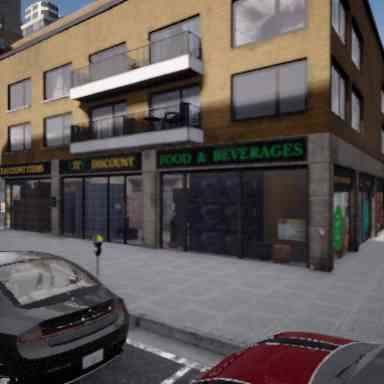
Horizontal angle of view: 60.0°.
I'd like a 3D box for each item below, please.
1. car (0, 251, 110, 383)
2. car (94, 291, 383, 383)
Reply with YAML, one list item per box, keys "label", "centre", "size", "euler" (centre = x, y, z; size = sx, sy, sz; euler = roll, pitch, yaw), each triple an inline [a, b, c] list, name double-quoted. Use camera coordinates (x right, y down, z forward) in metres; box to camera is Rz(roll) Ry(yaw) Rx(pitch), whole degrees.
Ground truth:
- label: "car"
  centre: [-2.837, 1.549, 4.834]
  size: [4.403, 1.369, 2.008]
  euler: [0, 0, 35]
- label: "car"
  centre: [1.656, 1.440, 1.630]
  size: [4.097, 1.590, 1.967]
  euler: [0, 0, 35]
